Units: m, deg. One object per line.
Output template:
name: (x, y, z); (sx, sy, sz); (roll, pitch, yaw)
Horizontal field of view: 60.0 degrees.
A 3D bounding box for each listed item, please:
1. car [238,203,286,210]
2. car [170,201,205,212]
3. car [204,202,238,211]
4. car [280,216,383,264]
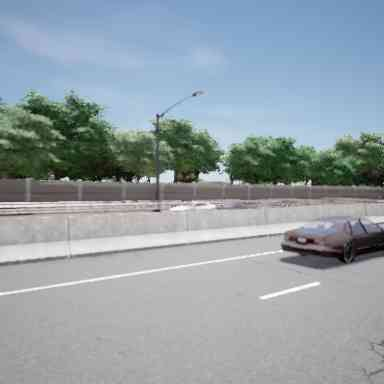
car: (5.894, 1.608, 25.393); (4.181, 1.385, 1.994); (0, 0, -35)
car: (0.220, 1.565, 29.944); (4.674, 1.442, 1.812); (0, 0, -35)
car: (3.509, 1.607, 27.990); (4.181, 1.385, 1.994); (0, 0, -35)
car: (5.530, 1.574, 11.984); (5.357, 1.411, 2.033); (0, 0, -35)
